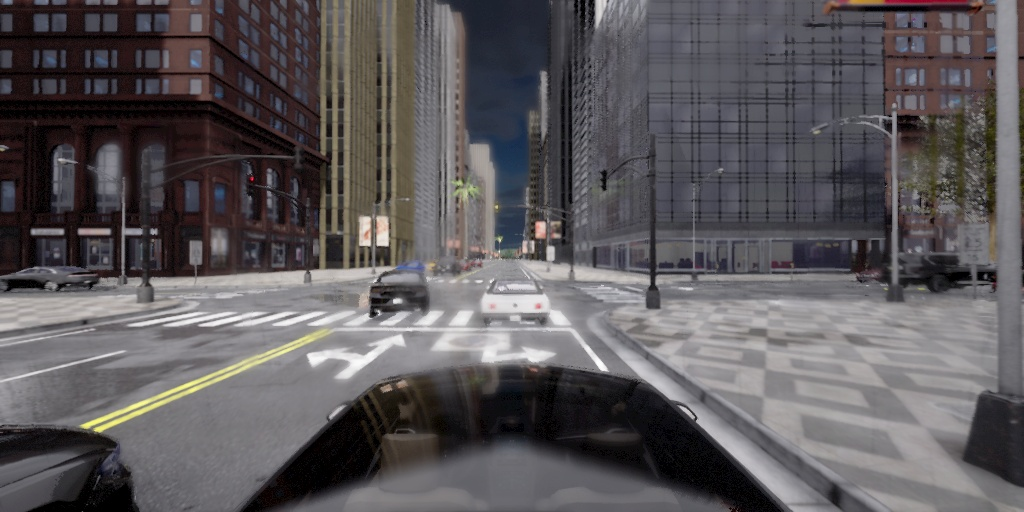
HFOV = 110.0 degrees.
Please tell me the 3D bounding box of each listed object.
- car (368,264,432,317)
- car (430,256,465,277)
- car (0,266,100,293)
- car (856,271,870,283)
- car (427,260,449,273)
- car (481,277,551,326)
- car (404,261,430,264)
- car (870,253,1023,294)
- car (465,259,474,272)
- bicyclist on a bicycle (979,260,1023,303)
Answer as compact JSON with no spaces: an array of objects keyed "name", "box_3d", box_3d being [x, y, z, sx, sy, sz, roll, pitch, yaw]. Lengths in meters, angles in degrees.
[{"name":"car","box_3d":[-4.094,1.221,13.347,1.882,1.535,5.008,0,0,-14]},{"name":"car","box_3d":[-6.600,1.021,37.232,2.150,2.045,5.566,0,0,0]},{"name":"car","box_3d":[-27.702,1.365,21.390,4.902,1.511,2.128,0,0,1]},{"name":"car","box_3d":[26.465,1.264,24.903,4.207,1.307,1.802,0,0,-1]},{"name":"car","box_3d":[-9.827,1.306,47.839,1.882,1.535,5.008,0,0,0]},{"name":"car","box_3d":[0.099,1.339,11.680,1.895,1.301,4.718,0,0,0]},{"name":"car","box_3d":[-9.847,1.273,35.342,1.882,1.535,5.008,0,0,0]},{"name":"car","box_3d":[22.905,0.869,18.931,5.566,2.045,2.150,0,0,0]},{"name":"car","box_3d":[-6.579,1.179,46.980,2.097,1.767,4.553,0,0,0]},{"name":"bicyclist on a bicycle","box_3d":[18.393,0.922,13.293,0.582,1.620,1.656,0,-1,-1]}]
